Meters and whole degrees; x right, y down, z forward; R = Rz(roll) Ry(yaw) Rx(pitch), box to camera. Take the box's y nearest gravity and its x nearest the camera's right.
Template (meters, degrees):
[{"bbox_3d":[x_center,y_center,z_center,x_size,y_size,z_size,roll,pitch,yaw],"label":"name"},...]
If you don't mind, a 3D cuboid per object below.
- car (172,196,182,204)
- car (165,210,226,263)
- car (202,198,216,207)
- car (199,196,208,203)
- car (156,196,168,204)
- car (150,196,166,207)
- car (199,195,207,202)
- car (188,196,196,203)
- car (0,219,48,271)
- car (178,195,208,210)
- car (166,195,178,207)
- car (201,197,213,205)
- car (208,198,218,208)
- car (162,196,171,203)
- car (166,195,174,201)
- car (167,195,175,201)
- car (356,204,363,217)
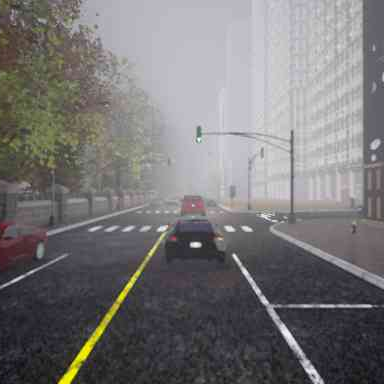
[{"bbox_3d":[-3.021,1.585,69.575,1.837,1.490,4.892,0,0,0],"label":"car"},{"bbox_3d":[0.099,1.571,12.028,1.994,1.385,4.181,0,0,0],"label":"car"},{"bbox_3d":[2.675,1.623,53.214,1.947,1.339,4.313,0,0,0],"label":"car"},{"bbox_3d":[2.669,1.642,75.744,1.887,1.381,4.507,0,0,0],"label":"car"},{"bbox_3d":[-5.708,1.515,64.477,1.967,1.590,4.097,0,0,0],"label":"car"},{"bbox_3d":[-5.705,1.639,53.211,1.802,1.307,4.206,0,0,0],"label":"car"},{"bbox_3d":[2.668,1.550,81.376,1.967,1.590,4.097,0,0,0],"label":"car"},{"bbox_3d":[-0.024,1.586,74.831,1.837,1.490,4.892,0,0,0],"label":"car"},{"bbox_3d":[-5.821,1.551,9.660,1.887,1.381,4.507,0,0,0],"label":"car"},{"bbox_3d":[0.090,1.248,31.016,2.150,2.045,5.566,0,0,0],"label":"car"},{"bbox_3d":[-3.076,1.606,54.067,2.033,1.411,5.357,0,0,0],"label":"car"},{"bbox_3d":[2.674,1.632,58.846,1.947,1.339,4.313,0,0,0],"label":"car"},{"bbox_3d":[2.677,1.615,47.581,1.947,1.339,4.313,0,0,0],"label":"car"},{"bbox_3d":[-5.711,1.622,75.572,1.752,1.417,4.829,0,0,0],"label":"car"},{"bbox_3d":[-5.714,1.562,87.005,1.967,1.590,4.097,0,0,0],"label":"car"},{"bbox_3d":[-5.717,1.680,92.637,1.887,1.381,4.507,0,0,0],"label":"car"},{"bbox_3d":[14.665,1.295,24.994,4.313,1.339,1.947,-1,1,0],"label":"car"}]
